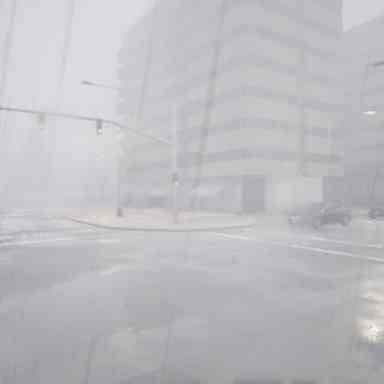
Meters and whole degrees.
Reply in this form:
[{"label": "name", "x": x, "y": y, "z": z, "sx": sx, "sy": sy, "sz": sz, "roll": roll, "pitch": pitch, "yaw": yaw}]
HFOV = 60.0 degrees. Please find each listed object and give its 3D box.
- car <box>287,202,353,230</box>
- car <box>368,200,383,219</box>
[{"label": "car", "x": 7.863, "y": 1.391, "z": 20.369, "sx": 4.902, "sy": 1.511, "sz": 2.128, "roll": -1, "pitch": 0, "yaw": -35}, {"label": "car", "x": 15.507, "y": 1.291, "z": 25.721, "sx": 4.892, "sy": 1.490, "sz": 1.837, "roll": -1, "pitch": 0, "yaw": -35}]
